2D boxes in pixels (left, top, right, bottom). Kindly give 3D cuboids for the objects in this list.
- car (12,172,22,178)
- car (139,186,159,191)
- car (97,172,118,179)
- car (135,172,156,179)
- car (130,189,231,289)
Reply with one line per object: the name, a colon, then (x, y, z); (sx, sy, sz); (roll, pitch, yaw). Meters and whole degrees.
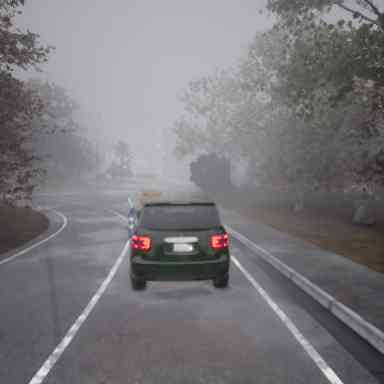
car: (-37.816, -3.406, 69.741); (1.837, 1.490, 4.892); (4, 6, 38)
car: (-3.772, 0.218, 30.271); (1.882, 1.535, 5.008); (-1, 5, -11)
car: (-19.107, -3.784, 74.827); (4.553, 1.767, 2.097); (0, 5, 1)
car: (-10.608, -3.781, 75.566); (5.008, 1.535, 1.882); (2, 6, 28)
car: (-0.382, 1.093, 9.075); (2.150, 2.045, 5.566); (0, 1, -4)
